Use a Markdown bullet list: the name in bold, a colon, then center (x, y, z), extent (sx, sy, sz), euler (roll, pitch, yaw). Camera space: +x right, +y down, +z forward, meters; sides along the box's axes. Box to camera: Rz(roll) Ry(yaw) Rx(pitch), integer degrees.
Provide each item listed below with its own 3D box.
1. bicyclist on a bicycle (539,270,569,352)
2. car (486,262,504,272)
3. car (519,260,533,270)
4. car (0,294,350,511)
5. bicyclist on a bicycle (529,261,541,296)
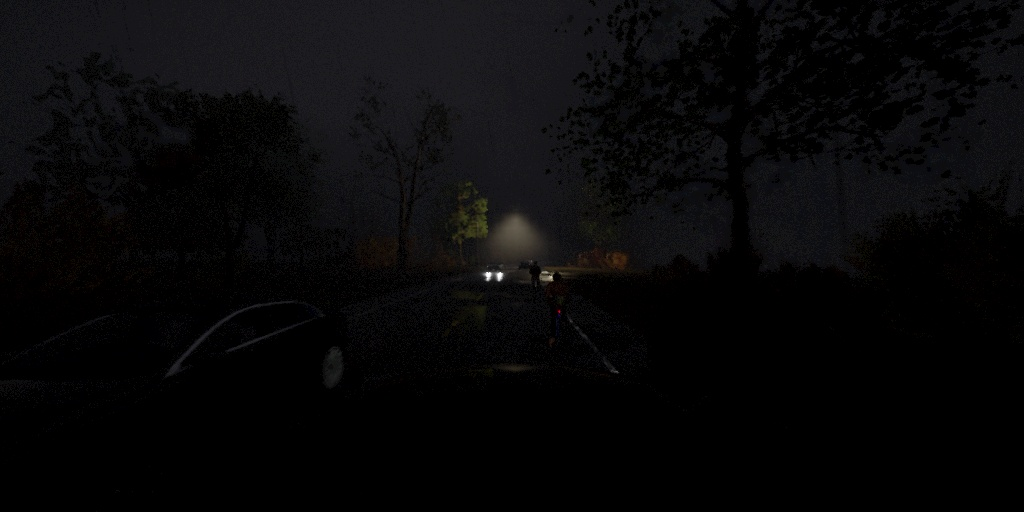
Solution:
- **bicyclist on a bicycle**: center (1.014, 1.202, 7.965), extent (0.582, 1.620, 1.656), euler (0, 0, 1)
- **car**: center (-2.209, 1.410, 47.112), extent (1.895, 1.301, 4.718), euler (0, 0, 3)
- **car**: center (2.092, 1.415, 56.230), extent (1.994, 1.385, 4.181), euler (0, 0, 4)
- **car**: center (-3.573, 1.240, 3.939), extent (2.128, 1.511, 4.902), euler (0, 0, 0)
- **bicyclist on a bicycle**: center (1.177, 1.129, 18.098), extent (0.659, 1.776, 1.843), euler (0, 0, 1)
